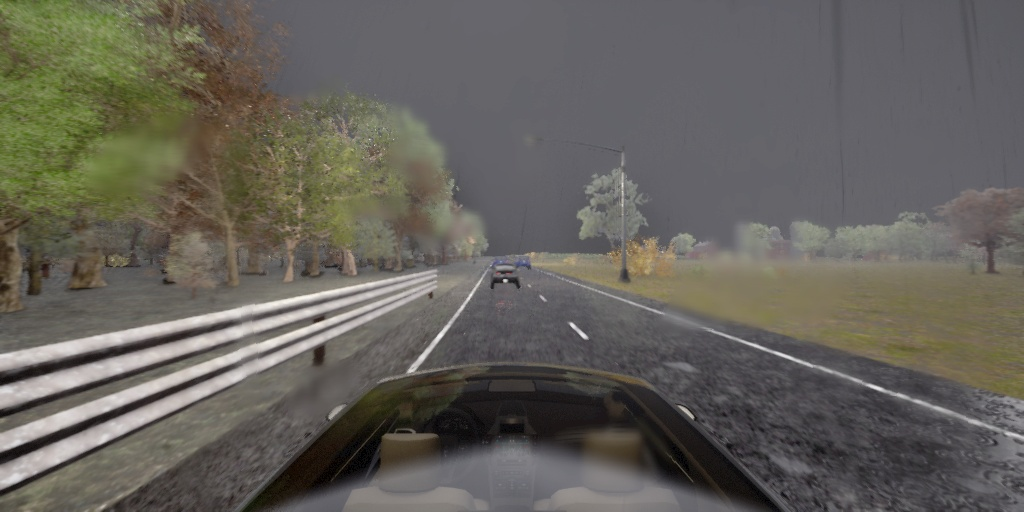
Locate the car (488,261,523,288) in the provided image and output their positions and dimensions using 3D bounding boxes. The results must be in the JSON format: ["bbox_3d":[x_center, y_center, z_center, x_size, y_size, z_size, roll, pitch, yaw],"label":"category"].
[{"bbox_3d":[-0.482,1.257,23.916,1.837,1.490,4.892,0,0,-2],"label":"car"}]

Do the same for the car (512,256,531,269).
[{"bbox_3d":[1.670,0.951,54.396,2.150,2.045,5.566,0,0,-2],"label":"car"}]

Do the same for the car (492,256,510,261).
[{"bbox_3d":[-1.507,0.971,48.926,2.150,2.045,5.566,0,0,-2],"label":"car"}]
